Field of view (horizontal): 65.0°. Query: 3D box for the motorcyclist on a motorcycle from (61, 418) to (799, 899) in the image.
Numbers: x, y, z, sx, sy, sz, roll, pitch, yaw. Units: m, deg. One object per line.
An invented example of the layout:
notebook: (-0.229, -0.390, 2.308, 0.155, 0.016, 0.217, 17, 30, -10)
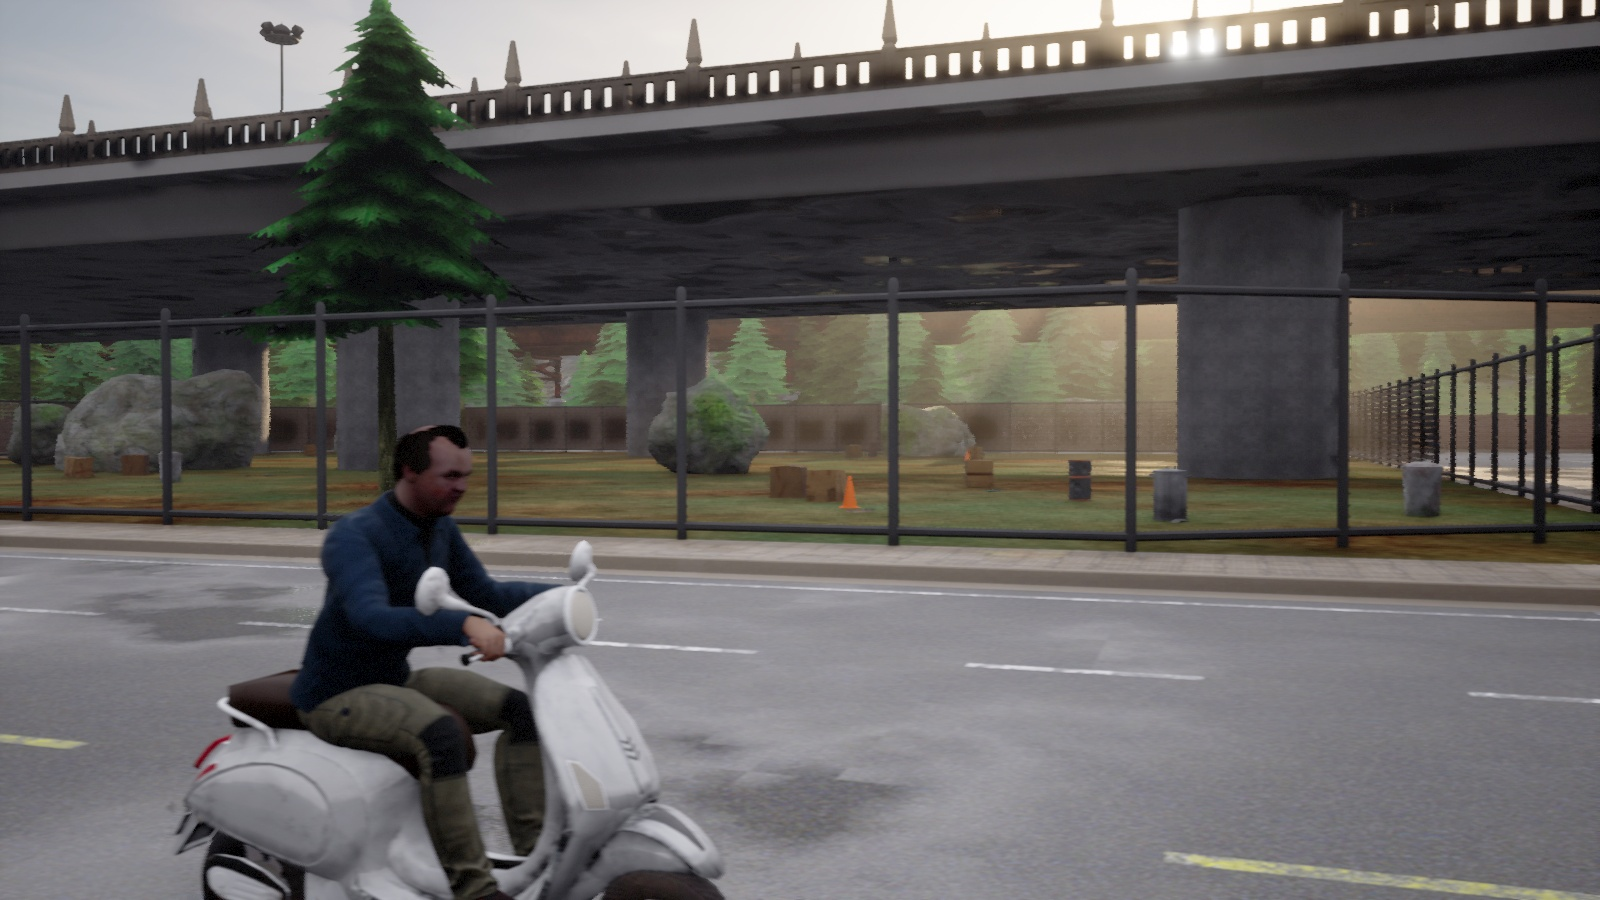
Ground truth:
motorcyclist on a motorcycle: (-1.008, 0.716, 3.533, 1.817, 1.590, 0.866, 1, 1, 19)
